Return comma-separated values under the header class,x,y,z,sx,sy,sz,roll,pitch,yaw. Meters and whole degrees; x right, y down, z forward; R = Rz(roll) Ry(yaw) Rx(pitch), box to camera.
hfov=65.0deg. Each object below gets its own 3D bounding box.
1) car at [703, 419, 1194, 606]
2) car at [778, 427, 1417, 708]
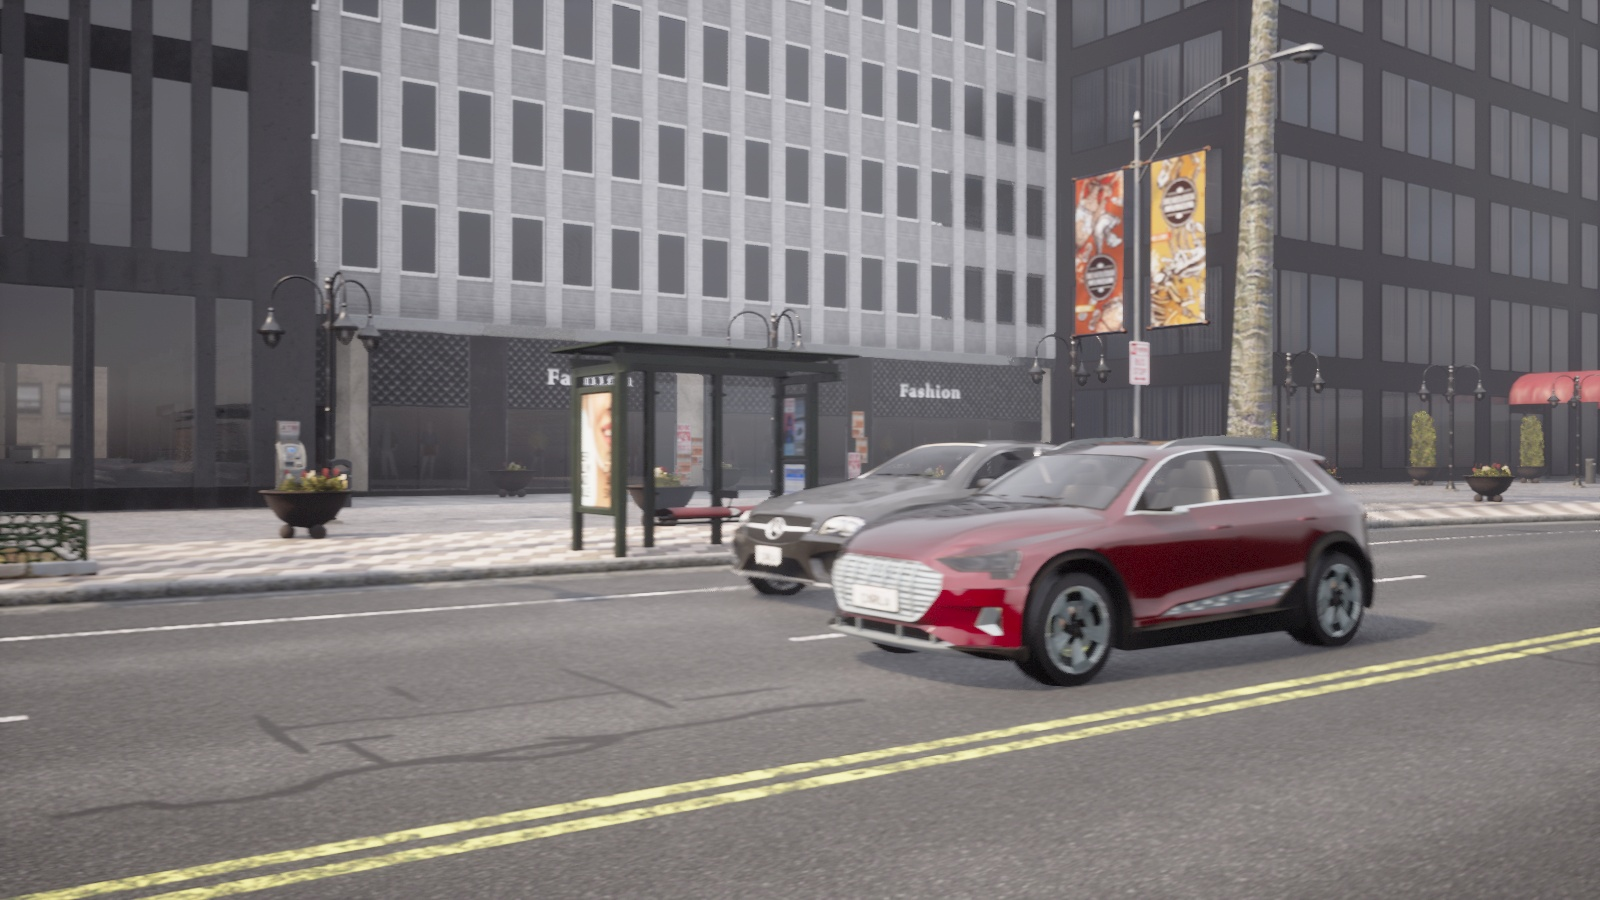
class,x,y,z,sx,sy,sz,roll,pitch,yaw
car,1.693,0.553,13.369,5.027,1.651,2.152,0,0,-35
car,2.417,0.693,9.606,4.856,1.649,2.033,0,0,-35
